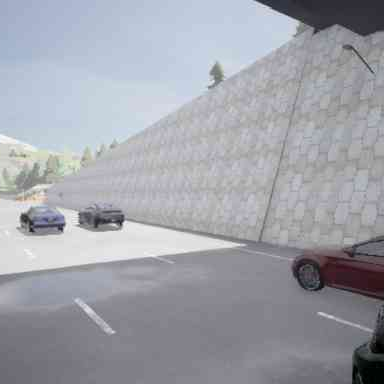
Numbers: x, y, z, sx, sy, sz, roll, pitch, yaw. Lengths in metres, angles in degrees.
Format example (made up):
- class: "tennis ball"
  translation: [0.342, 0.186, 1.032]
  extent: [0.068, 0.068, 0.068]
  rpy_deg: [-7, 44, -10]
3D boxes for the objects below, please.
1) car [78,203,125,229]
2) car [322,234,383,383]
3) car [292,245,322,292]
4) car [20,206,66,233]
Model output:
- class: "car"
  translation: [-6.040, 1.492, 21.821]
  extent: [2.128, 1.511, 4.902]
  rpy_deg: [0, 0, -34]
- class: "car"
  translation: [3.662, 1.220, 1.321]
  extent: [2.150, 2.045, 5.566]
  rpy_deg: [0, 0, -34]
- class: "car"
  translation: [4.242, 1.526, 6.695]
  extent: [1.812, 1.442, 4.674]
  rpy_deg: [0, 0, -34]
- class: "car"
  translation: [-9.063, 1.547, 20.041]
  extent: [2.033, 1.411, 5.357]
  rpy_deg: [0, 0, -34]
